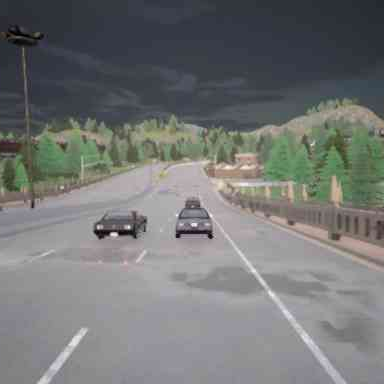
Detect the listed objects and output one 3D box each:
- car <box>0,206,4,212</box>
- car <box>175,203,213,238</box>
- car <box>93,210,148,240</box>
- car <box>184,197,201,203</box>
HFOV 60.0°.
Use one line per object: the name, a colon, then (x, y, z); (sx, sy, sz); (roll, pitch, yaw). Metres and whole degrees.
car: (-17.500, 1.498, 27.531); (1.994, 1.385, 4.181); (0, 0, 0)
car: (0.101, 1.508, 17.439); (2.033, 1.411, 5.357); (0, 0, 0)
car: (-3.400, 1.563, 16.766); (1.895, 1.301, 4.718); (0, 0, 0)
car: (0.099, 1.400, 40.319); (1.837, 1.490, 4.892); (0, 0, 0)
